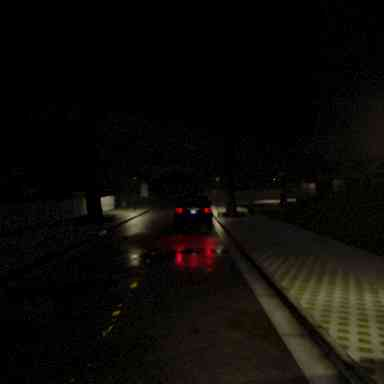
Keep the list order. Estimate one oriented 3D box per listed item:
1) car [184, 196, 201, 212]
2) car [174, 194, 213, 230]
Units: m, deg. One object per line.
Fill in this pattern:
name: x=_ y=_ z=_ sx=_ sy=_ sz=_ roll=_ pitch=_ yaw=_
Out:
car: x=0.047 y=1.320 z=37.893 sx=1.882 sy=1.535 sz=5.008 roll=0 pitch=0 yaw=0
car: x=0.073 y=1.141 z=20.377 sx=2.150 sy=2.045 sz=5.566 roll=0 pitch=0 yaw=0
